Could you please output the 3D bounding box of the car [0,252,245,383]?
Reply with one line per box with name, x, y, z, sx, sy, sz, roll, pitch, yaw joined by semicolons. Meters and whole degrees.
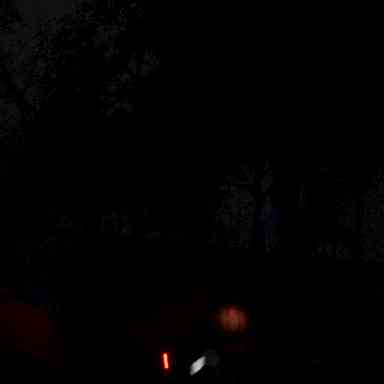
car;-1.739;1.587;4.925;4.718;1.301;1.895;0;0;35
